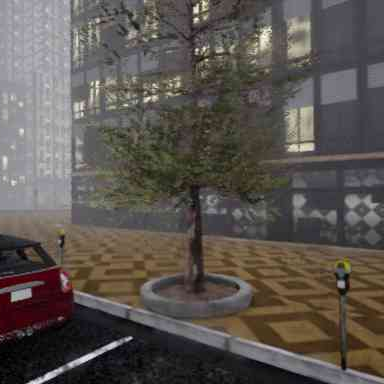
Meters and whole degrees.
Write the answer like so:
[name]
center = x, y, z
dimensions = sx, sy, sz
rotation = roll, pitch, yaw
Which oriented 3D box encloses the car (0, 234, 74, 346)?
[car]
center = -3.910, 1.427, 5.674
dimensions = 4.097, 1.590, 1.967
rotation = 0, 0, 35
